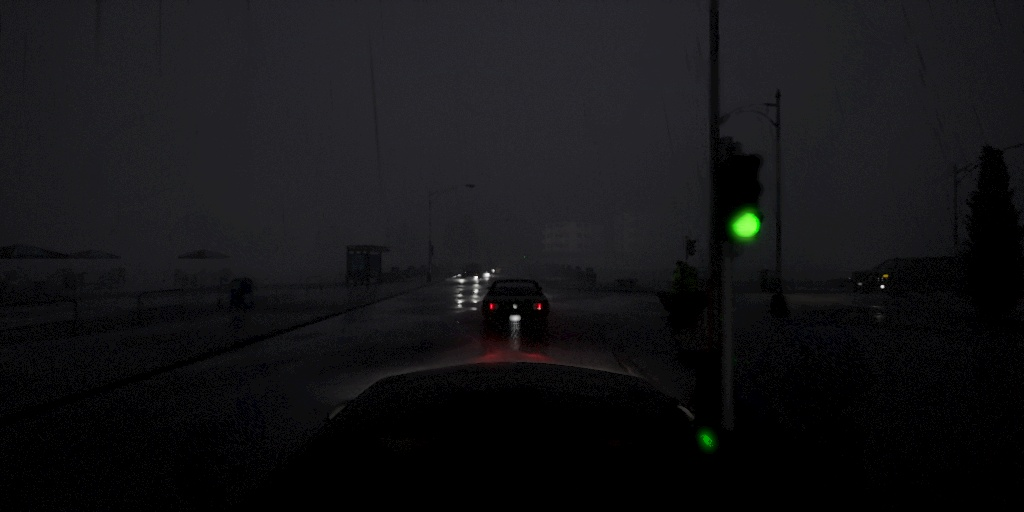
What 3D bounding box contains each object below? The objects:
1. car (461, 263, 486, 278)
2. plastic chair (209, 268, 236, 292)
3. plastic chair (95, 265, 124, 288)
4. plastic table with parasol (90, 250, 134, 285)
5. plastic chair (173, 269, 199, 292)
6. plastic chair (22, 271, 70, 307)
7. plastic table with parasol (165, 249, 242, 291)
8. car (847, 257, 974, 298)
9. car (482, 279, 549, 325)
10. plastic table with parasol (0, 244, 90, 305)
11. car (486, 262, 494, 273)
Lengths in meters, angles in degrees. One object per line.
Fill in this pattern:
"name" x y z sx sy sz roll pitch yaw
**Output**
"car" -4.083 1.505 37.339 1.837 1.490 4.892 0 0 0
"plastic chair" -17.896 1.423 22.194 0.730 1.272 0.750 0 0 0
"plastic chair" -26.596 1.434 23.697 0.730 1.272 0.750 0 0 0
"plastic table with parasol" -27.795 0.830 23.747 2.482 2.480 2.482 0 0 0
"plastic chair" -19.196 1.415 20.995 0.750 1.272 0.730 0 0 0
"plastic chair" -18.698 1.368 14.395 0.730 1.272 0.750 0 0 0
"plastic table with parasol" -19.166 0.820 22.335 2.482 2.480 2.482 0 0 0
"car" 21.043 1.088 18.850 5.566 2.045 2.150 -1 0 0
"car" 0.099 1.424 12.049 1.895 1.301 4.718 0 0 0
"plastic table with parasol" -19.918 0.765 14.515 2.482 2.480 2.482 0 0 0
"car" -4.067 1.699 51.259 1.895 1.301 4.718 0 0 0
